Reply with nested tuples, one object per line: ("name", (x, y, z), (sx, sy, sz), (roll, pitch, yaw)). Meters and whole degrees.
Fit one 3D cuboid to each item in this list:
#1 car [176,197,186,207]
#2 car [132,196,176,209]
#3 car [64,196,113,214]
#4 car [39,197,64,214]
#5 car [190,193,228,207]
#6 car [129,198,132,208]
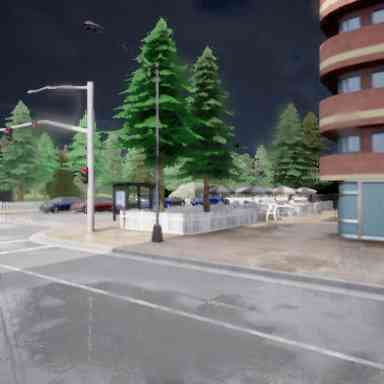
("car", (-3.008, 1.420, 48.552), (1.837, 1.490, 4.892), (0, 0, 41))
("car", (-4.595, 1.396, 41.076), (1.882, 1.535, 5.008), (0, 0, 37))
("car", (-10.026, 1.271, 33.648), (2.097, 1.767, 4.553), (0, 0, 36))
("car", (-13.507, 1.268, 34.797), (2.097, 1.767, 4.553), (0, 0, 36))
("car", (2.252, 1.140, 49.247), (5.566, 2.045, 2.150), (0, 0, -44))
("car", (-8.451, 1.479, 41.752), (1.994, 1.385, 4.181), (0, 0, 36))
